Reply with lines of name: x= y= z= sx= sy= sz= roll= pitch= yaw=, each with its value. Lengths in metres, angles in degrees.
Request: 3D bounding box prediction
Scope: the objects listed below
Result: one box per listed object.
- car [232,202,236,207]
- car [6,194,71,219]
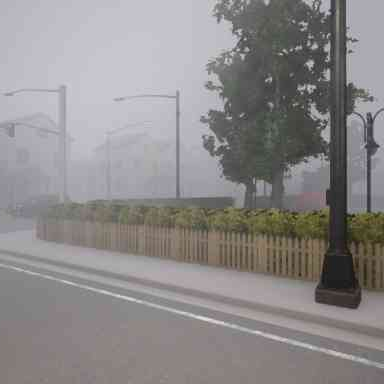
car: x=4.863 y=1.564 z=49.139 sx=1.994 sy=1.385 sz=4.181 roll=0 pitch=0 yaw=35
car: x=-13.328 y=1.220 z=29.448 sx=2.150 sy=2.045 sz=5.566 roll=0 pitch=0 yaw=35
